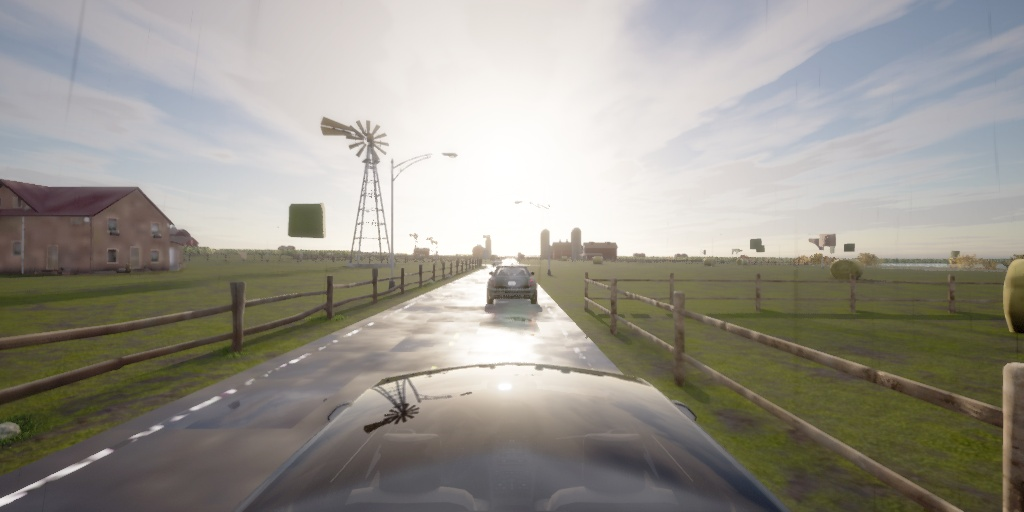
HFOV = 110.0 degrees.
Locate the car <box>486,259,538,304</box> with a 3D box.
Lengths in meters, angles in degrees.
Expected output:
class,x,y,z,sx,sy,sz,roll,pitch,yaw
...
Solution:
class,x,y,z,sx,sy,sz,roll,pitch,yaw
car,0.000,1.117,16.470,2.097,1.767,4.553,0,0,0
